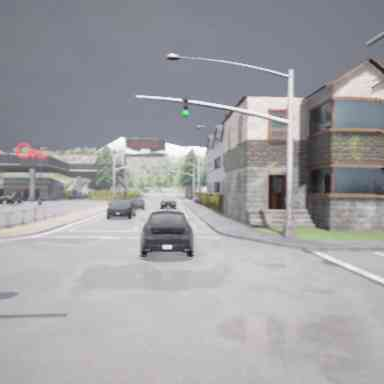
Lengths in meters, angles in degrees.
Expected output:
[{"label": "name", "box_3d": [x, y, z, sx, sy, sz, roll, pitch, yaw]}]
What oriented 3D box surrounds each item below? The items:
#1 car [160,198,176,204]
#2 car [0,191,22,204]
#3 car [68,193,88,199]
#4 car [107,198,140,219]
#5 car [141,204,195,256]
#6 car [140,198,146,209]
[{"label": "car", "box_3d": [-2.894, 1.396, 40.701, 1.895, 1.301, 4.718, 1, 0, -4]}, {"label": "car", "box_3d": [-26.197, 0.773, 48.220, 1.905, 1.878, 3.866, 1, 0, -4]}, {"label": "car", "box_3d": [-28.126, 1.013, 82.172, 4.611, 1.667, 2.242, 1, 0, -4]}, {"label": "car", "box_3d": [-5.629, 1.300, 26.969, 1.882, 1.535, 5.008, 1, 0, -4]}, {"label": "car", "box_3d": [-0.961, 1.480, 13.117, 1.837, 1.490, 4.892, 1, 1, -4]}, {"label": "car", "box_3d": [-6.415, 1.330, 38.319, 1.994, 1.385, 4.181, 1, 0, -4]}]
